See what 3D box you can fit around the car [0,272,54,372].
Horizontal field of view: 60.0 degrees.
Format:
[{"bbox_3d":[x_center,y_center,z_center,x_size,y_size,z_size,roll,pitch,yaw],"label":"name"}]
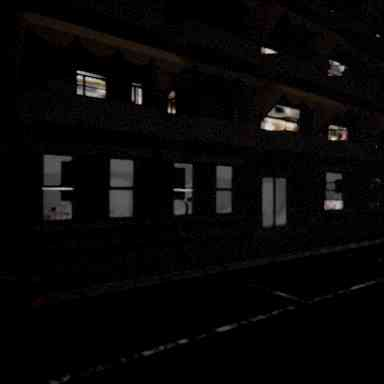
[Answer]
[{"bbox_3d":[-3.853,1.581,3.811,4.206,1.307,1.802,0,0,-35],"label":"car"}]
